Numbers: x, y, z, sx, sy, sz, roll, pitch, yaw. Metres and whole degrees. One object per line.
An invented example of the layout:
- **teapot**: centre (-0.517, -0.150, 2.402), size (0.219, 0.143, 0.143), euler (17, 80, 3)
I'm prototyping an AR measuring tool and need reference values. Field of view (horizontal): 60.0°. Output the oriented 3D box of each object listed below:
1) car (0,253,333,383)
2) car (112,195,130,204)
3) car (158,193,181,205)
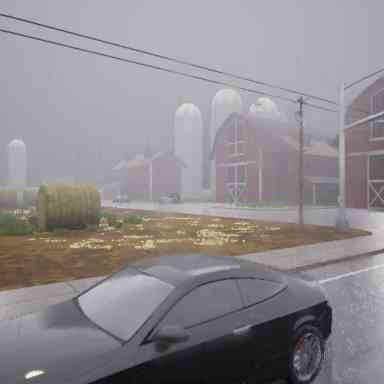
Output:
- **car**: centre (-0.233, 1.526, 3.827), size (4.674, 1.442, 1.812), euler (0, 0, -36)
- **car**: centre (-13.688, 1.325, 64.050), size (2.097, 1.767, 4.553), euler (0, 0, -37)
- **car**: centre (-3.919, 1.118, 57.685), size (3.866, 1.878, 1.905), euler (-2, 5, 11)
